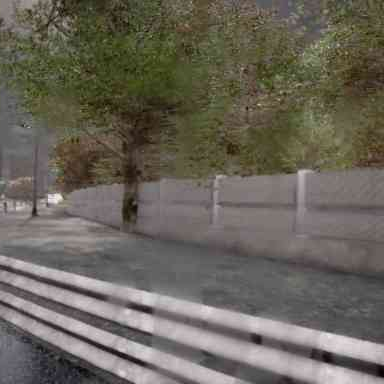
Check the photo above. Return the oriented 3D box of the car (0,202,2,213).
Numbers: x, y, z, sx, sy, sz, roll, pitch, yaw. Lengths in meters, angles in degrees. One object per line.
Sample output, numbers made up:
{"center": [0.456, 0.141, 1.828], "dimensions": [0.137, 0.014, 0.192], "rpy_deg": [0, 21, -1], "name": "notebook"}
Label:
{"center": [-26.033, 1.848, 43.097], "dimensions": [2.097, 1.767, 4.553], "rpy_deg": [2, -2, -22], "name": "car"}
